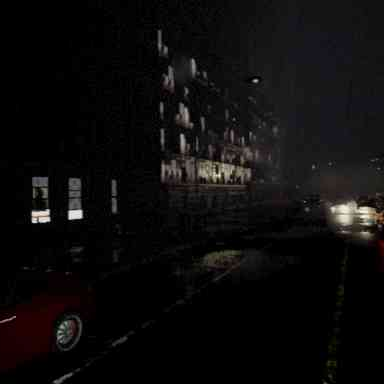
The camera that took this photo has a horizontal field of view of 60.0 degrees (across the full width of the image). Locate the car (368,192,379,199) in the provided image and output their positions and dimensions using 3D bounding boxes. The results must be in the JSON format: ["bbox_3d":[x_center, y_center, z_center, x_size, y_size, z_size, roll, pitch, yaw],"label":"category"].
[{"bbox_3d":[39.360,0.835,72.092,1.887,1.381,4.507,-2,0,26],"label":"car"}]

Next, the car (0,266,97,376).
[{"bbox_3d":[-2.989,1.698,4.071,1.802,1.307,4.206,-2,0,26],"label":"car"}]

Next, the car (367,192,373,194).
[{"bbox_3d":[25.319,1.149,49.336,1.994,1.385,4.181,-2,0,26],"label":"car"}]

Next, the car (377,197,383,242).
[{"bbox_3d":[8.300,1.198,12.253,2.097,1.767,4.553,-2,0,26],"label":"car"}]

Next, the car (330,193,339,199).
[{"bbox_3d":[36.801,0.979,86.000,1.887,1.381,4.507,-2,0,26],"label":"car"}]

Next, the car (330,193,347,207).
[{"bbox_3d":[20.509,1.188,46.303,1.882,1.535,5.008,-2,0,26],"label":"car"}]

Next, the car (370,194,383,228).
[{"bbox_3d":[10.921,1.160,17.649,2.097,1.767,4.553,-2,0,26],"label":"car"}]

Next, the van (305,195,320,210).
[{"bbox_3d":[14.414,1.195,39.916,1.690,1.788,3.998,-2,0,26],"label":"van"}]

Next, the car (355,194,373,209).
[{"bbox_3d":[19.904,1.283,38.135,1.895,1.301,4.718,-2,0,26],"label":"car"}]

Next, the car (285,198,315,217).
[{"bbox_3d":[9.446,1.486,29.674,2.008,1.369,4.403,-2,0,26],"label":"car"}]
